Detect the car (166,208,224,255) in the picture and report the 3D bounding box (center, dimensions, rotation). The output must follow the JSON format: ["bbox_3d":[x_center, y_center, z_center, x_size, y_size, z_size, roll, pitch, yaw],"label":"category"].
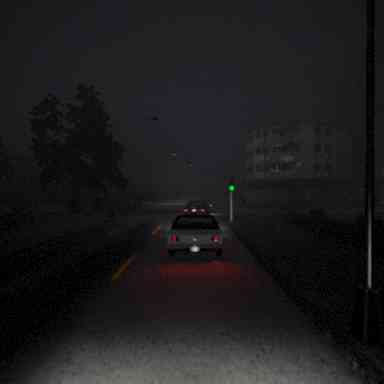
[{"bbox_3d":[0.134,1.495,12.719,1.895,1.301,4.718,0,0,1],"label":"car"}]

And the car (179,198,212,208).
[{"bbox_3d":[0.471,1.331,26.155,2.033,1.411,5.357,0,0,7],"label":"car"}]

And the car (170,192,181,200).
[{"bbox_3d":[-3.453,0.766,71.212,2.097,1.767,4.553,0,0,0],"label":"car"}]
